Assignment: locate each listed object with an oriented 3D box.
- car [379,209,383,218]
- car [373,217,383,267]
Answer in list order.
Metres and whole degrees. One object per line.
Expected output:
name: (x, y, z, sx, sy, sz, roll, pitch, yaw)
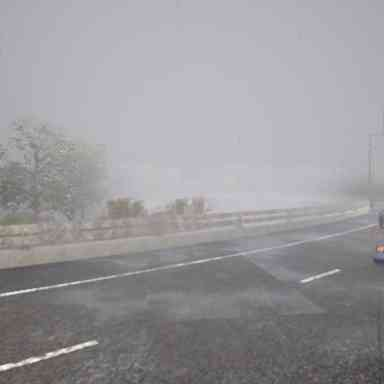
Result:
car: (13.274, 1.469, 21.067, 2.128, 1.511, 4.902, 0, 0, 42)
car: (7.202, 1.534, 9.877, 5.357, 1.411, 2.033, 0, 0, -42)
